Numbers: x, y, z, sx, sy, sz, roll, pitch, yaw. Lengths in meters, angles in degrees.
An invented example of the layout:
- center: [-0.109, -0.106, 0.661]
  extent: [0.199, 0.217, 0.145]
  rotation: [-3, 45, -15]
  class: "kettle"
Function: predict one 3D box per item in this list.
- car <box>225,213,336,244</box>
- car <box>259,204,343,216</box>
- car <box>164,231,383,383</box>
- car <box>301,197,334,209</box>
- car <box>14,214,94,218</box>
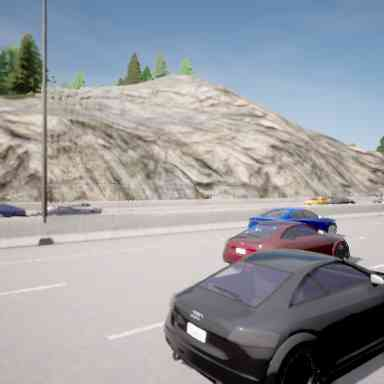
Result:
- center: [2.950, 1.564, 10.148]
  extent: [4.181, 1.385, 1.994]
  rotation: [0, 0, -35]
  class: "car"
- center: [4.867, 1.477, 15.816]
  extent: [5.008, 1.535, 1.882]
  rotation: [0, 0, -35]
  class: "car"
- center: [1.683, 1.564, 4.948]
  extent: [4.181, 1.385, 1.994]
  rotation: [0, 0, -35]
  class: "car"
- center: [17.665, 1.476, 46.668]
  extent: [5.008, 1.535, 1.882]
  rotation: [0, 0, -35]
  class: "car"
- center: [-7.970, 1.563, 19.803]
  extent: [4.181, 1.385, 1.994]
  rotation: [0, 0, -35]
  class: "car"
